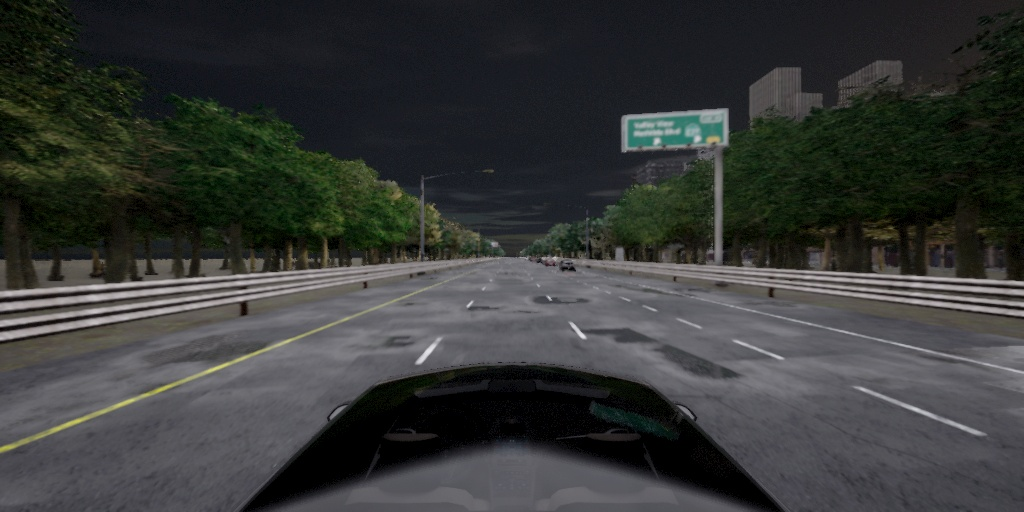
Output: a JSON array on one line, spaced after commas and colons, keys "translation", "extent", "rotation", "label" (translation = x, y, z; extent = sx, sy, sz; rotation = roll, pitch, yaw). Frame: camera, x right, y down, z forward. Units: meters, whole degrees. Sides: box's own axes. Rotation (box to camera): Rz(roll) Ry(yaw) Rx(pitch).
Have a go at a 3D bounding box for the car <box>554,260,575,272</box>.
[{"translation": [7.042, 1.263, 46.896], "extent": [1.837, 1.490, 4.892], "rotation": [0, 0, 0], "label": "car"}]
